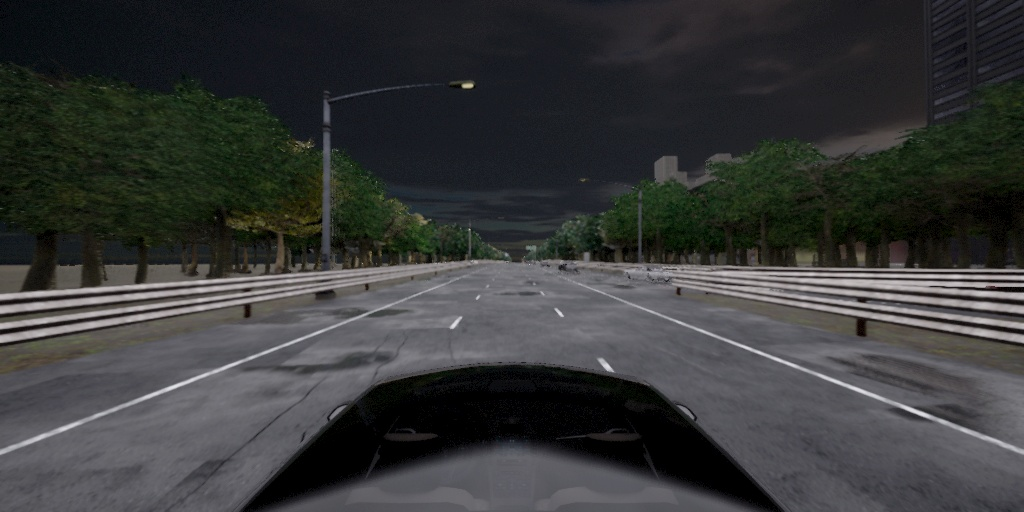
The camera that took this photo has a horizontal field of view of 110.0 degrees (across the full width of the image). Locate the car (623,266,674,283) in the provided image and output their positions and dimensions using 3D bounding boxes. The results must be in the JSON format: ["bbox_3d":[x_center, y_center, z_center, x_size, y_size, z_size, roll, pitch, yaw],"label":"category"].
[{"bbox_3d":[11.614,1.536,30.706,1.895,1.301,4.718,0,0,-18],"label":"car"}]

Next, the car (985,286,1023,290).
[{"bbox_3d":[19.585,0.972,12.066,2.097,1.767,4.553,1,-2,-28],"label":"car"}]

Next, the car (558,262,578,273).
[{"bbox_3d":[7.683,1.504,49.322,2.128,1.511,4.902,0,0,-6],"label":"car"}]
